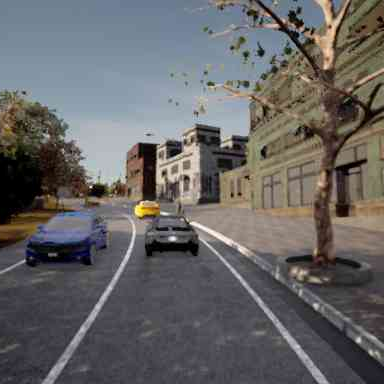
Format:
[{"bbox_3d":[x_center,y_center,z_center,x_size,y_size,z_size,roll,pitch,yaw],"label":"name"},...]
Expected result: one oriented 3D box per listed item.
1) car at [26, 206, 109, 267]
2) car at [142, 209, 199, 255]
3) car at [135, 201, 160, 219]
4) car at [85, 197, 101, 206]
[{"bbox_3d":[-4.143,1.482,11.748,1.882,1.535,5.008,1,0,-6],"label":"car"},{"bbox_3d":[-0.890,1.594,13.513,1.994,1.385,4.181,0,0,-6],"label":"car"},{"bbox_3d":[-4.083,1.572,30.315,1.882,1.535,5.008,1,-1,-14],"label":"car"},{"bbox_3d":[-14.974,1.481,50.190,1.882,1.535,5.008,2,-1,-25],"label":"car"}]
